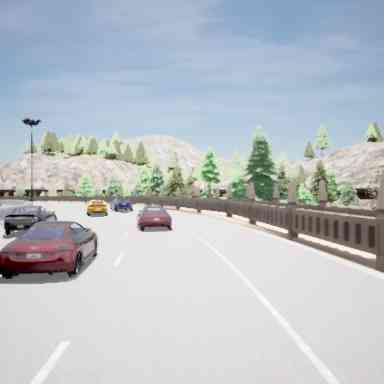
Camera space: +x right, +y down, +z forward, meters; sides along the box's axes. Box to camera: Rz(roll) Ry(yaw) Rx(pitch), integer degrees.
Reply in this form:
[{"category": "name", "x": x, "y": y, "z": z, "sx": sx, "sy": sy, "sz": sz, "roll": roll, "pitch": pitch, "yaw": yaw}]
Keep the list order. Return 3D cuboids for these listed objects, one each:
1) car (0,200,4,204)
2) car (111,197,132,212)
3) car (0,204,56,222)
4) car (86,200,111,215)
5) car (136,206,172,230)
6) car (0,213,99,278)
[{"category": "car", "x": -27.167, "y": 1.749, "z": 46.053, "sx": 1.812, "sy": 1.442, "sz": 4.674, "roll": 0, "pitch": 0, "yaw": -30}, {"category": "car", "x": -8.804, "y": 1.432, "z": 41.035, "sx": 2.097, "sy": 1.767, "sz": 4.553, "roll": 0, "pitch": 0, "yaw": -23}, {"category": "car", "x": -9.130, "y": 1.538, "z": 19.172, "sx": 2.128, "sy": 1.511, "sz": 4.902, "roll": 0, "pitch": 0, "yaw": -11}, {"category": "car", "x": -9.938, "y": 1.553, "z": 34.565, "sx": 1.882, "sy": 1.535, "sz": 5.008, "roll": 0, "pitch": 0, "yaw": -20}, {"category": "car", "x": -2.513, "y": 1.582, "z": 21.506, "sx": 1.994, "sy": 1.385, "sz": 4.181, "roll": 0, "pitch": 0, "yaw": -12}, {"category": "car", "x": -4.188, "y": 1.581, "z": 10.361, "sx": 1.994, "sy": 1.385, "sz": 4.181, "roll": 0, "pitch": 0, "yaw": -6}]
